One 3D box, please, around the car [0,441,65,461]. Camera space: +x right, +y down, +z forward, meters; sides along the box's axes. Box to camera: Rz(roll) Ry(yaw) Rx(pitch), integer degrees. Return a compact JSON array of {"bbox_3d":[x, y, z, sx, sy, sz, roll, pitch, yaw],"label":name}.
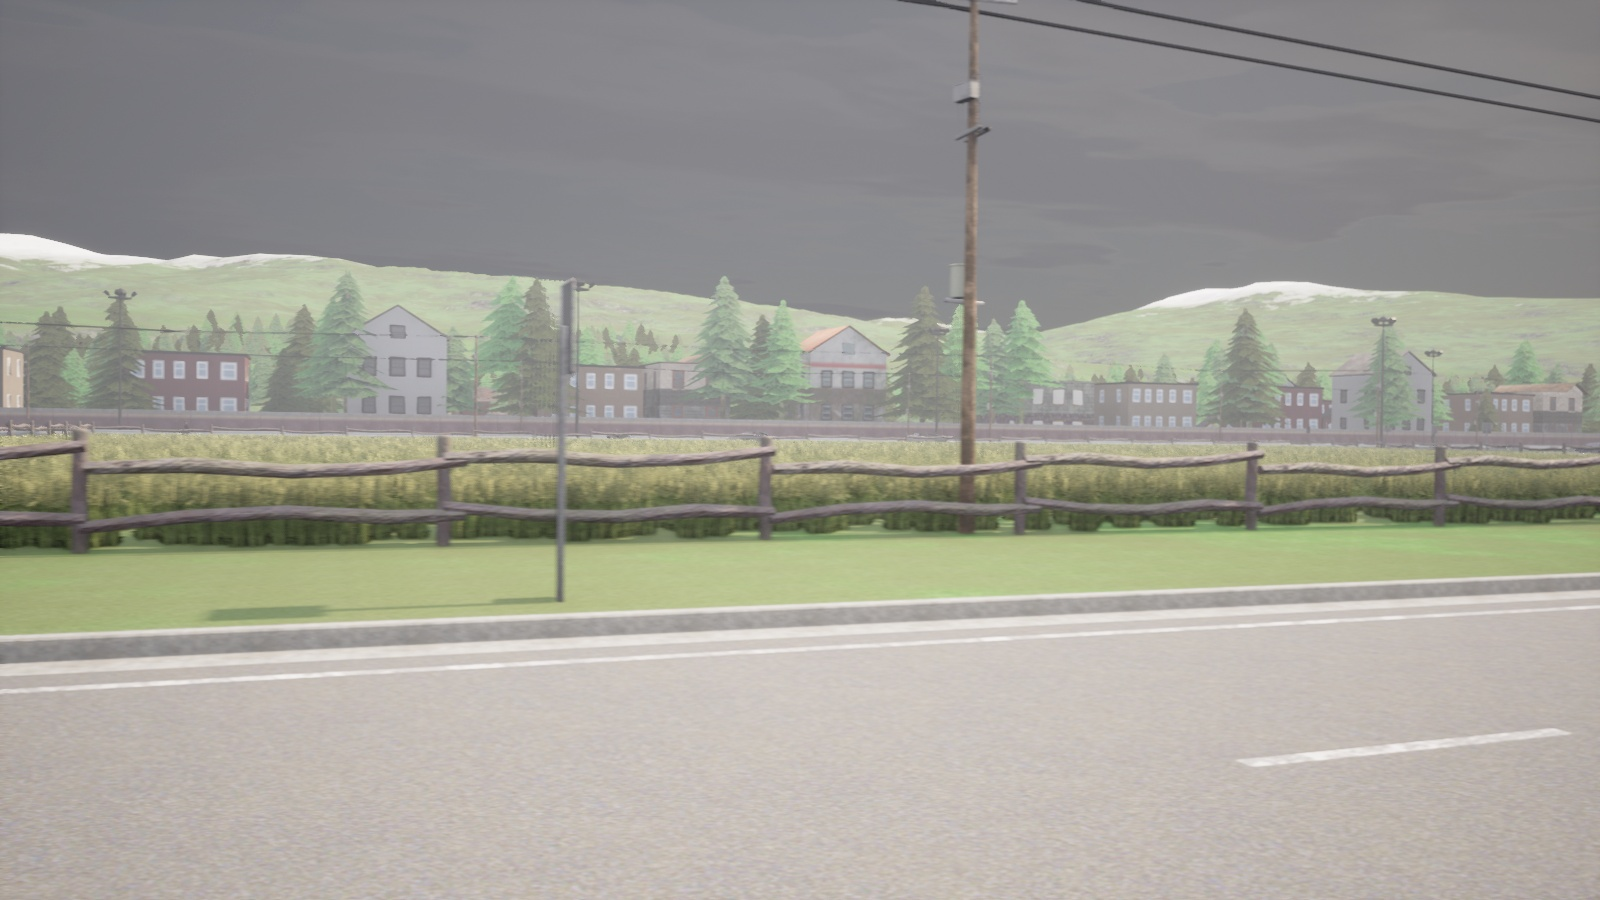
[{"bbox_3d":[-51.649,0.063,83.324,4.718,1.301,1.895,-1,1,-21],"label":"car"}]
